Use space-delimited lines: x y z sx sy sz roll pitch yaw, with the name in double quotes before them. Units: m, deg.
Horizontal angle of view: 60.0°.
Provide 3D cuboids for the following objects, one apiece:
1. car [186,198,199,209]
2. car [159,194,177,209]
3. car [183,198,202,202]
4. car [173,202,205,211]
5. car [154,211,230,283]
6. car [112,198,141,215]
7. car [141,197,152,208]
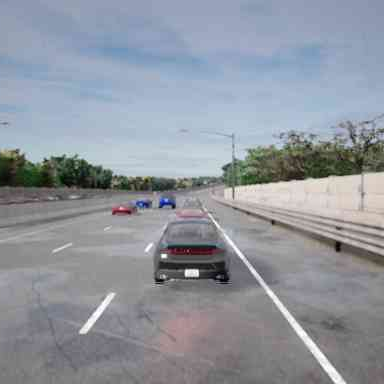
"car" 0.085 1.567 48.094 1.812 1.442 4.674 0 0 0
"car" -3.417 1.264 47.256 2.150 2.045 5.566 0 0 0
"car" -0.010 1.531 27.820 1.837 1.490 4.892 0 0 0
"car" -0.008 1.545 19.014 1.812 1.442 4.674 0 0 0
"car" -0.004 1.515 9.662 1.837 1.490 4.892 0 0 0
"car" -6.913 1.597 34.609 1.994 1.385 4.181 0 0 0
"car" -6.897 1.519 47.597 1.882 1.535 5.008 0 0 1
